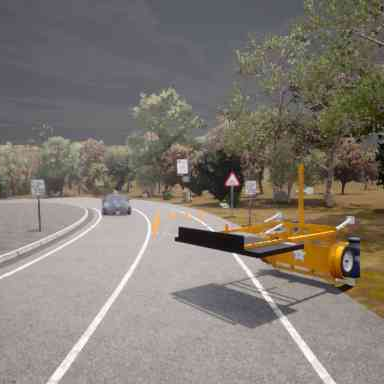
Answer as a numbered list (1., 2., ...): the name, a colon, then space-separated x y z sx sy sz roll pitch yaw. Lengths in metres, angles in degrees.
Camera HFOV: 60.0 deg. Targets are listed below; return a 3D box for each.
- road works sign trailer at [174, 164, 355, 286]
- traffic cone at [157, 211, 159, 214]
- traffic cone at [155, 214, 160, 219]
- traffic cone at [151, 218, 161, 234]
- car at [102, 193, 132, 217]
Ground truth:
1. road works sign trailer: 1.687 0.774 7.440 3.560 2.880 2.380 -1 1 -38
2. traffic cone: -2.159 1.636 20.511 0.340 0.580 0.340 -1 2 -4
3. traffic cone: -2.009 1.694 18.519 0.340 0.580 0.340 -1 2 -4
4. traffic cone: -1.861 1.751 16.525 0.340 0.580 0.340 -1 2 -4
5. car: -6.097 0.922 26.715 2.097 1.767 4.553 -2 2 -16
